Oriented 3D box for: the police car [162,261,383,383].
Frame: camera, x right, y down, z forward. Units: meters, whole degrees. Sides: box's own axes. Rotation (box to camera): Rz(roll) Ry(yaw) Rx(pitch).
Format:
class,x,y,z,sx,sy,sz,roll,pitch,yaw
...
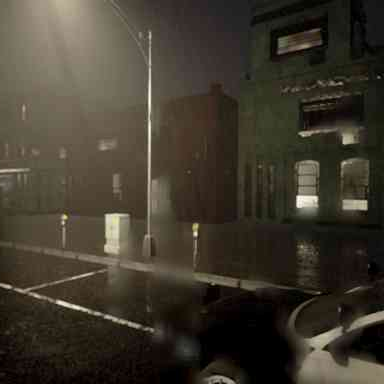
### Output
class,x,y,z,sx,sy,sz,roll,pitch,yaw
police car,2.048,1.425,2.842,5.238,1.638,1.930,0,0,34
